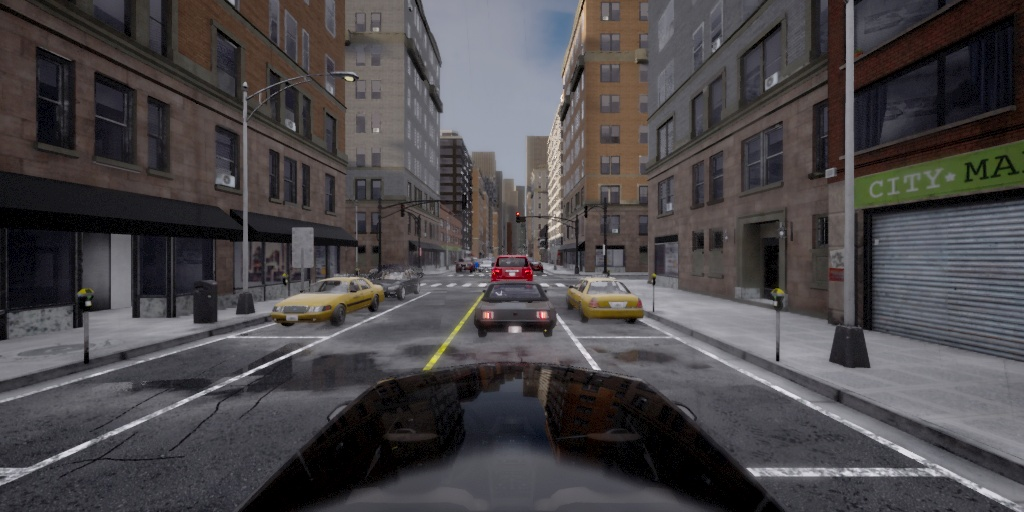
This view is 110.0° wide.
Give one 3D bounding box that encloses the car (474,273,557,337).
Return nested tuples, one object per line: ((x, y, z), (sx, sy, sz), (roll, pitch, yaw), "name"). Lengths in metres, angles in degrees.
((0.085, 1.351, 10.223), (1.895, 1.301, 4.718), (0, 0, 0), "car")

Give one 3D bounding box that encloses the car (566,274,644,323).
((2.861, 1.276, 11.983), (1.751, 1.417, 4.829), (0, 0, 0), "car")

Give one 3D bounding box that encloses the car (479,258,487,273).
((-3.081, 1.289, 44.717), (1.812, 1.442, 4.674), (0, 0, 0), "car")

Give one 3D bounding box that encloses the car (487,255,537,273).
((0.008, 0.974, 19.993), (2.150, 2.045, 5.566), (0, 0, 0), "car")

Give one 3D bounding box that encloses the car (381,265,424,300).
((-5.662, 1.302, 17.342), (2.007, 1.370, 4.403), (0, 0, 0), "car")

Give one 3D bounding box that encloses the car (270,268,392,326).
((-5.664, 1.276, 11.647), (1.751, 1.417, 4.829), (0, 0, 0), "car")

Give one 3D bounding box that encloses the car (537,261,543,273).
((2.874, 1.308, 44.112), (1.888, 1.381, 4.507), (0, 0, 0), "car")

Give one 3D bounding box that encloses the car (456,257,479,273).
((-5.651, 1.077, 44.116), (2.192, 1.841, 5.009), (0, 0, 0), "car")
